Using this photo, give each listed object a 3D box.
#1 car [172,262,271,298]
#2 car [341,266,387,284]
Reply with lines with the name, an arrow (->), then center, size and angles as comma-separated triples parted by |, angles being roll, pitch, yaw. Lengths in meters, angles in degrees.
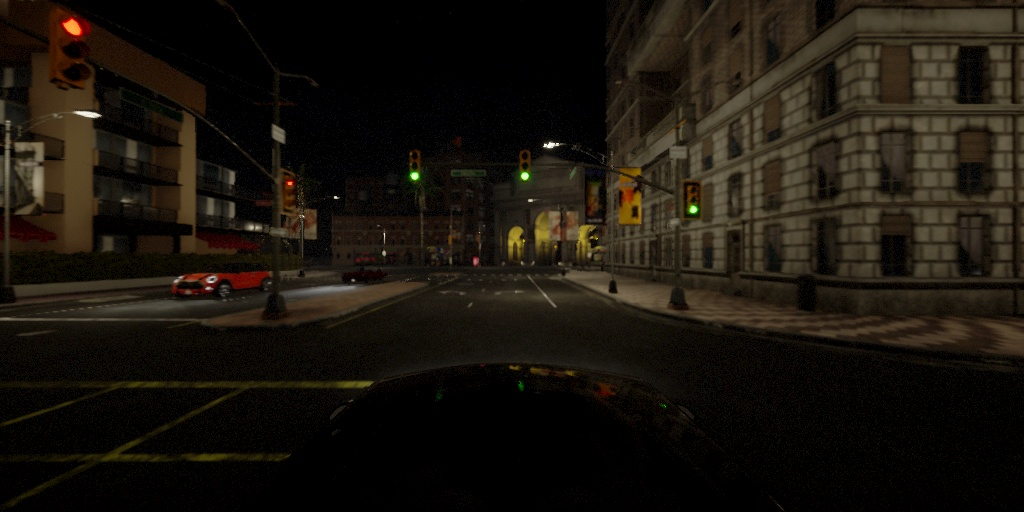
car -> -15.002, 1.127, 18.863 | 2.097, 1.767, 4.553 | 0, -1, 0
car -> -11.566, 1.474, 28.357 | 1.895, 1.301, 4.718 | 0, 0, 0
